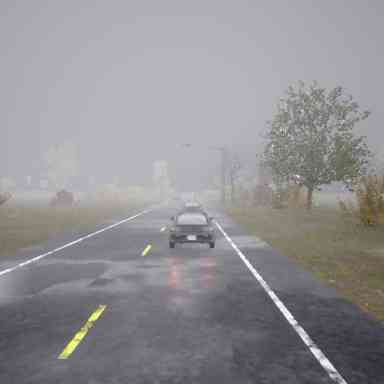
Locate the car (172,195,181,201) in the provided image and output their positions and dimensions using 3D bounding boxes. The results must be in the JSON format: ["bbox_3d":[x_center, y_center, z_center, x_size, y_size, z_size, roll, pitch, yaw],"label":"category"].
[{"bbox_3d":[-3.500,1.439,76.757,2.033,1.411,5.357,0,0,0],"label":"car"}]

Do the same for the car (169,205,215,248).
[{"bbox_3d":[0.000,1.533,14.651,1.812,1.442,4.674,0,0,0],"label":"car"}]

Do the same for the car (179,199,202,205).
[{"bbox_3d":[0.000,1.526,29.654,1.812,1.442,4.674,0,0,0],"label":"car"}]

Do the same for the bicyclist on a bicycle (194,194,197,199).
[{"bbox_3d":[0.954,1.323,95.333,0.866,1.612,1.509,0,0,0],"label":"bicyclist on a bicycle"}]
